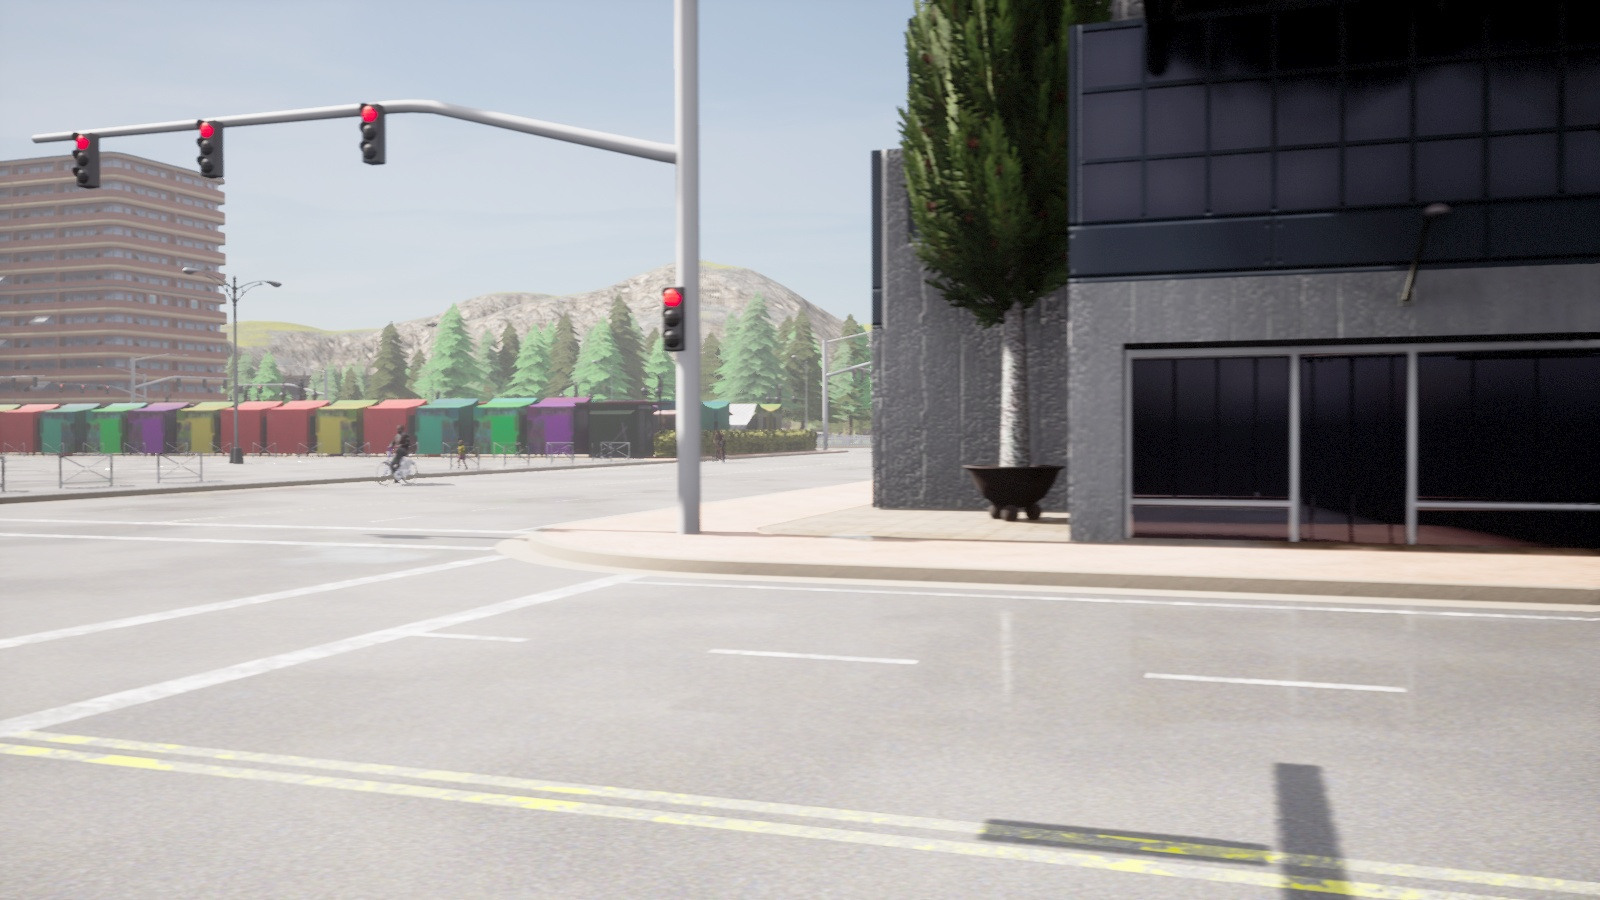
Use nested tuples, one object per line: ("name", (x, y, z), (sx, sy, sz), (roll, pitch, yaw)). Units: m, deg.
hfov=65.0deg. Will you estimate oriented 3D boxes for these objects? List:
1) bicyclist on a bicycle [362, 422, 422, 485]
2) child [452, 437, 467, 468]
("bicyclist on a bicycle", (-11.760, 0.078, 36.250), (0.659, 1.776, 1.843), (1, 1, 20))
("child", (-12.458, 0.088, 45.998), (0.299, 1.160, 0.473), (1, 1, 25))
